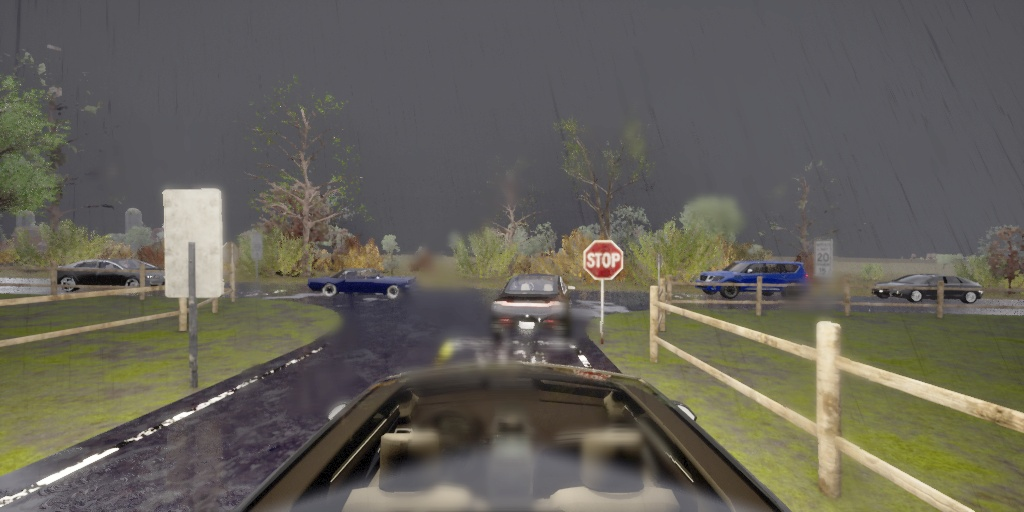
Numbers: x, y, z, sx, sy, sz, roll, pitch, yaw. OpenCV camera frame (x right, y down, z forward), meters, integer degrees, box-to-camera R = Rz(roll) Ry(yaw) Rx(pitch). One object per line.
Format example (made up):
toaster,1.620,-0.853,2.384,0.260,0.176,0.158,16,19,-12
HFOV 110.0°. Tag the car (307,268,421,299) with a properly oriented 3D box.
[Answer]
car,-6.819,1.247,16.935,4.718,1.301,1.895,1,1,0

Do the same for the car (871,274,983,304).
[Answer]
car,22.870,1.748,19.846,4.892,1.490,1.837,1,1,0

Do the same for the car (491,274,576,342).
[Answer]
car,0.708,1.239,9.903,2.128,1.511,4.902,0,0,9

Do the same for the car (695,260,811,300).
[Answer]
car,13.250,1.259,19.855,5.566,2.045,2.150,1,1,0

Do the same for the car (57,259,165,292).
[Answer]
car,-18.487,0.884,16.953,4.902,1.511,2.128,1,1,0
